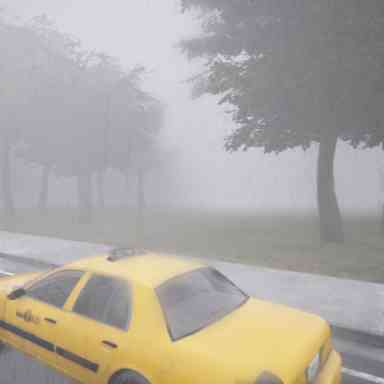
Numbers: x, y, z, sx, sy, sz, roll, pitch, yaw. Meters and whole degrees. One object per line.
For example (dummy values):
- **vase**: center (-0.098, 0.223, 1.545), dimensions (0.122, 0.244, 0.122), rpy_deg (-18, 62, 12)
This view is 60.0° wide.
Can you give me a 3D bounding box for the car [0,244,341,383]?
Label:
- **car**: center (-1.056, 1.456, 4.318), dimensions (5.366, 1.575, 1.801), rpy_deg (0, 0, 36)
